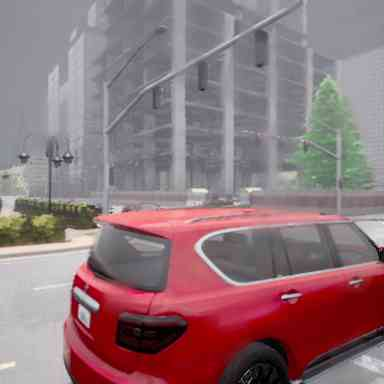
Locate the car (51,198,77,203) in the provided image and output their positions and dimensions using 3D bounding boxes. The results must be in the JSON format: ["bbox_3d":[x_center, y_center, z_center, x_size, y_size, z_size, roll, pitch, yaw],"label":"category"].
[{"bbox_3d":[-14.801,1.464,39.520,1.882,1.535,5.008,0,0,-36],"label":"car"}]

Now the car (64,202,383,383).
[{"bbox_3d":[1.198,1.235,4.606,5.566,2.045,2.150,0,0,-35],"label":"car"}]

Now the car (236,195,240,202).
[{"bbox_3d":[6.985,1.261,54.823,1.905,1.878,3.866,0,0,-36],"label":"car"}]

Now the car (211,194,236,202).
[{"bbox_3d":[4.594,1.249,53.111,1.905,1.878,3.866,0,0,-36],"label":"car"}]

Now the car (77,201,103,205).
[{"bbox_3d":[-9.004,1.588,31.514,1.895,1.301,4.718,0,0,-36],"label":"car"}]

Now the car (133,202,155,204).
[{"bbox_3d":[-3.209,1.465,23.501,1.882,1.535,5.008,0,0,-36],"label":"car"}]

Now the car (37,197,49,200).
[{"bbox_3d":[-22.057,1.476,49.597,2.128,1.511,4.902,0,0,-36],"label":"car"}]
